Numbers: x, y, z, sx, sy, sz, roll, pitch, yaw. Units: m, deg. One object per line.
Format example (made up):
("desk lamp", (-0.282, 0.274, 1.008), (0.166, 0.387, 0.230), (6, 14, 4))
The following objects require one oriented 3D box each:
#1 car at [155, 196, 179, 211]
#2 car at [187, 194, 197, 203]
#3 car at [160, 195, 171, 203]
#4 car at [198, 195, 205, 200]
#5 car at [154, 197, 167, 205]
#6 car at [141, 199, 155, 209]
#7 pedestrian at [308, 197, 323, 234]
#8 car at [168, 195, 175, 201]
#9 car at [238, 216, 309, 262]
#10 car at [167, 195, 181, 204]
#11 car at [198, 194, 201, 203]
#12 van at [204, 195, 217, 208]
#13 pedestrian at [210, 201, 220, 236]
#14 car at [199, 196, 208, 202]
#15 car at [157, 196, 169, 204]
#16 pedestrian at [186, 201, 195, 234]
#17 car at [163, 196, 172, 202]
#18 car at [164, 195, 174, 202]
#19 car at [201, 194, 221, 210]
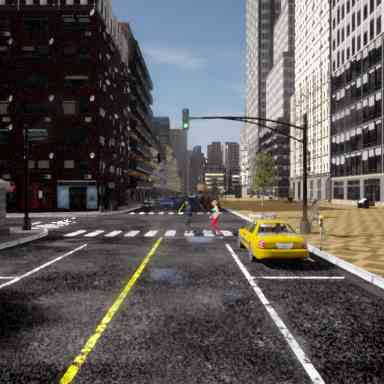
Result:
("car", (-3.104, 1.566, 41.892), (2.033, 1.411, 5.357), (0, 0, 0))
("car", (-0.012, 1.618, 73.383), (1.994, 1.385, 4.181), (0, 0, 0))
("car", (-5.706, 1.503, 71.823), (1.967, 1.590, 4.097), (0, 0, 0))
("car", (2.672, 1.633, 94.101), (1.752, 1.417, 4.829), (0, 0, 0))
("car", (-5.703, 1.594, 60.769), (2.008, 1.369, 4.403), (0, 0, 0))
("car", (-5.700, 1.571, 44.190), (2.008, 1.369, 4.403), (0, 0, 0))
("pedestrian", (6.093, 1.144, 16.459), (0.375, 1.860, 0.375), (0, 0, 0))
("car", (-5.709, 1.632, 93.760), (1.752, 1.417, 4.829), (0, 0, 0))
("car", (2.684, 1.526, 11.948), (1.752, 1.417, 4.829), (0, 0, 0))
("car", (-3.094, 1.507, 52.077), (1.882, 1.535, 5.008), (0, 0, 0))
("car", (2.675, 1.367, 66.297), (2.192, 1.841, 5.009), (0, 0, 0))
("van", (2.677, 1.368, 49.717), (1.690, 1.788, 3.998), (0, 0, 0))
("pedestrian", (1.195, 1.300, 17.119), (0.375, 1.860, 0.375), (0, 0, 0))
("car", (2.674, 1.618, 77.351), (1.887, 1.381, 4.507), (0, 0, 0))
("car", (-5.704, 1.597, 66.295), (1.887, 1.381, 4.507), (0, 0, 0))
("pedestrian", (-0.167, 1.312, 17.658), (0.375, 1.860, 0.375), (0, 0, 0))
("car", (-5.706, 1.655, 77.350), (1.802, 1.307, 4.206), (0, 0, 0))
("car", (-5.708, 1.524, 82.876), (1.967, 1.590, 4.097), (0, 0, 0))
("car", (2.678, 1.336, 44.192), (2.192, 1.841, 5.009), (0, 0, 0))
